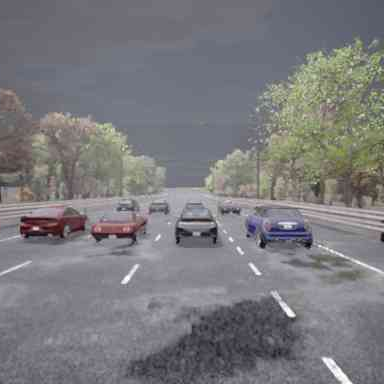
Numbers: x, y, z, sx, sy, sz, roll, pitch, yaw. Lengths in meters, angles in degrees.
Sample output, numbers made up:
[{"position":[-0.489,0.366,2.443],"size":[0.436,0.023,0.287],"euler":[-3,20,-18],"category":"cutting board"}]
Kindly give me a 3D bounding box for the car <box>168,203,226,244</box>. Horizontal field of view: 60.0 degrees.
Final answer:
[{"position":[0.198,1.482,15.884],"size":[2.128,1.511,4.902],"euler":[0,0,0],"category":"car"}]

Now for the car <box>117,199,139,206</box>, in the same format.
[{"position":[-6.752,1.486,35.293],"size":[1.812,1.442,4.674],"euler":[0,0,0],"category":"car"}]

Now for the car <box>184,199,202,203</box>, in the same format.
[{"position":[0.245,1.473,33.997],"size":[2.128,1.511,4.902],"euler":[0,0,0],"category":"car"}]

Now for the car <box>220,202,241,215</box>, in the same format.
[{"position":[3.561,1.593,32.919],"size":[1.895,1.301,4.718],"euler":[0,0,-1],"category":"car"}]

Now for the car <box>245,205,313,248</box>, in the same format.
[{"position":[3.694,1.354,14.941],"size":[2.097,1.767,4.553],"euler":[0,0,0],"category":"car"}]

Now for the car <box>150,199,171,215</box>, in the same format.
[{"position":[-3.255,1.463,33.974],"size":[2.128,1.511,4.902],"euler":[0,0,0],"category":"car"}]

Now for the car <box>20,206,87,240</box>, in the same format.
[{"position":[-6.799,1.446,16.975],"size":[1.882,1.535,5.008],"euler":[0,0,0],"category":"car"}]

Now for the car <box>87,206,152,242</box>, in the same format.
[{"position":[-3.302,1.580,16.109],"size":[1.895,1.301,4.718],"euler":[0,0,0],"category":"car"}]
